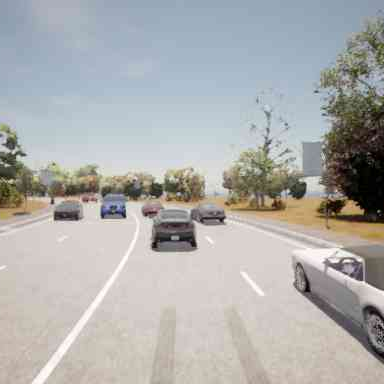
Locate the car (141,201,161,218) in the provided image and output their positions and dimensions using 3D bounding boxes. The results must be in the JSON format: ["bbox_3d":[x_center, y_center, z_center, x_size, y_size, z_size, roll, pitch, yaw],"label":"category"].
[{"bbox_3d":[-3.858,1.579,32.572,1.994,1.385,4.181,0,0,-13],"label":"car"}]

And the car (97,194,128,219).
[{"bbox_3d":[-7.000,1.239,29.852,2.150,2.045,5.566,0,0,-12],"label":"car"}]

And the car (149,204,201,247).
[{"bbox_3d":[-0.891,1.511,15.179,1.837,1.490,4.892,0,0,-6],"label":"car"}]

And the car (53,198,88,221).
[{"bbox_3d":[-10.094,1.497,27.487,1.882,1.535,5.008,0,0,-12],"label":"car"}]

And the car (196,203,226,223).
[{"bbox_3d":[1.154,1.553,25.795,2.033,1.411,5.357,0,0,-10],"label":"car"}]

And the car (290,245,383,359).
[{"bbox_3d":[3.362,1.595,5.920,1.895,1.301,4.718,0,0,-2],"label":"car"}]

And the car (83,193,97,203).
[{"bbox_3d":[-20.841,1.204,67.896,2.150,2.045,5.566,0,0,-28],"label":"car"}]

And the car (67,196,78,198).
[{"bbox_3d":[-23.894,1.457,66.184,1.882,1.535,5.008,0,0,-28],"label":"car"}]
